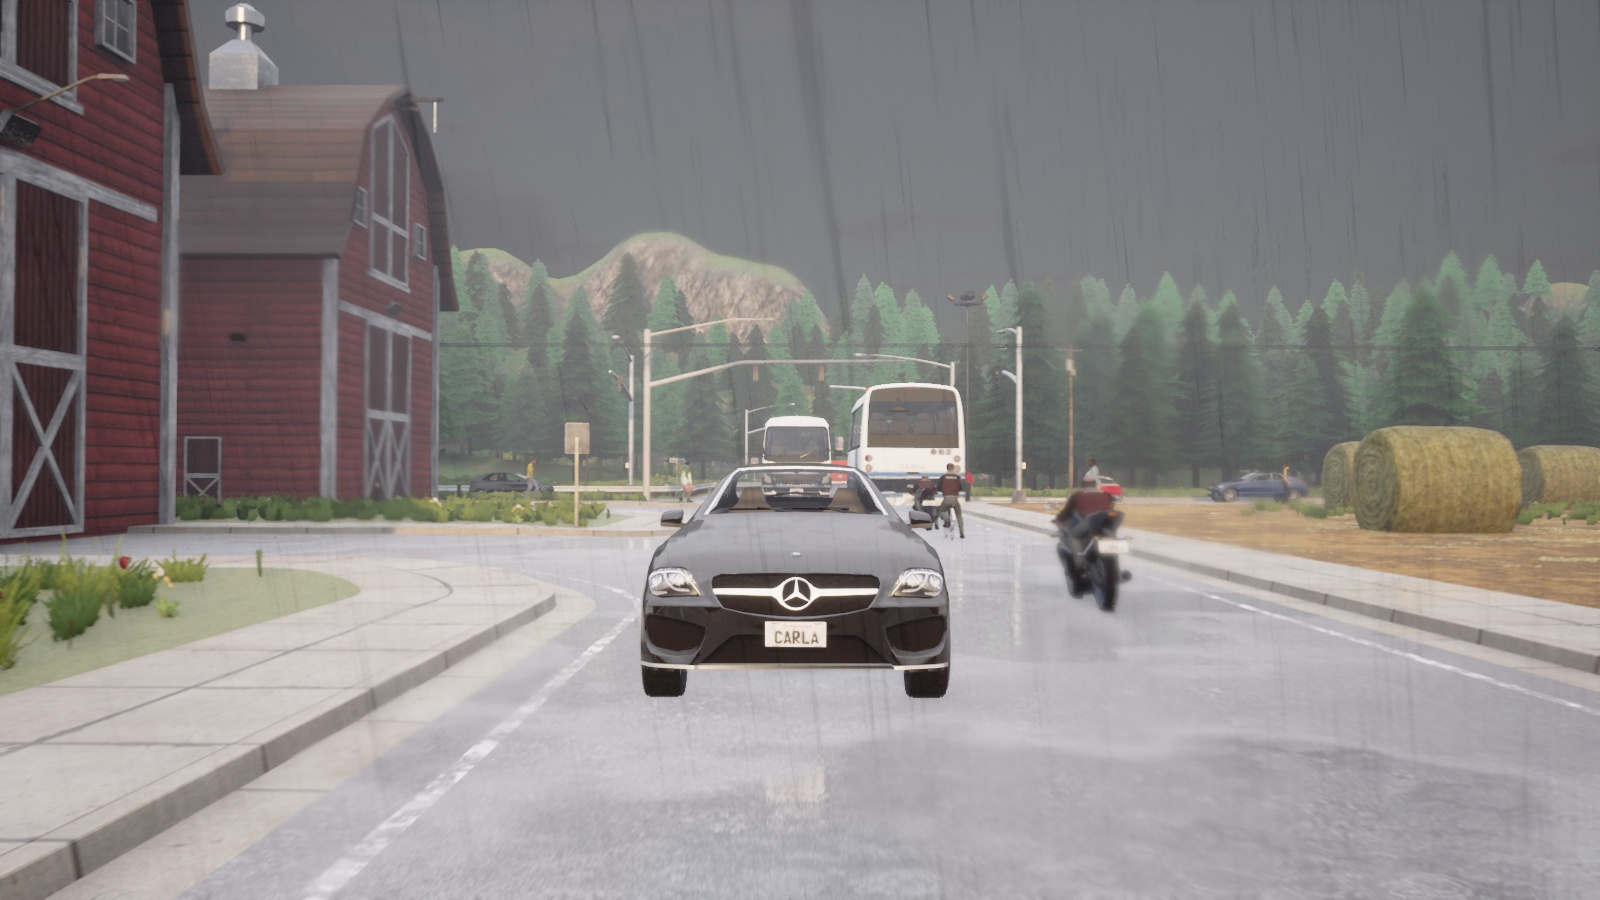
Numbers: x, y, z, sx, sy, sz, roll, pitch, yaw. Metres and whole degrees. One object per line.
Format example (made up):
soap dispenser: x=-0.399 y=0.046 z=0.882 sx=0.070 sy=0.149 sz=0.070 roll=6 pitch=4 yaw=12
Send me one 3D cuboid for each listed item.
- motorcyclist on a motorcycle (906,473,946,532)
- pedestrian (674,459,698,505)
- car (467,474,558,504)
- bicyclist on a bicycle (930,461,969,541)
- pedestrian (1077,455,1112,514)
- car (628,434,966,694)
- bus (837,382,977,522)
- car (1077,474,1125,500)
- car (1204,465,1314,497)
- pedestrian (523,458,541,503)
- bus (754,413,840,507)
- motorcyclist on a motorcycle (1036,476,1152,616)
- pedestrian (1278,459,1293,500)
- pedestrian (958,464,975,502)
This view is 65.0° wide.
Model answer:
motorcyclist on a motorcycle: x=3.417 y=1.409 z=34.243 sx=0.866 sy=1.530 sz=2.191 roll=0 pitch=-1 yaw=0
pedestrian: x=-4.944 y=1.384 z=54.400 sx=0.873 sy=1.952 sz=0.659 roll=0 pitch=-1 yaw=-23
car: x=-14.486 y=1.975 z=63.451 sx=4.193 sy=1.474 sz=1.816 roll=0 pitch=-1 yaw=1
bicyclist on a bicycle: x=3.430 y=1.154 z=28.895 sx=0.659 sy=1.776 sz=1.843 roll=0 pitch=-1 yaw=0
pedestrian: x=9.505 y=1.112 z=40.577 sx=0.900 sy=1.855 sz=0.874 roll=-1 pitch=-1 yaw=27
car: x=-0.027 y=0.770 z=10.541 sx=2.152 sy=1.651 sz=5.027 roll=0 pitch=-1 yaw=0
bus: x=3.390 y=0.146 z=43.279 sx=3.944 sy=4.253 sz=10.273 roll=0 pitch=-1 yaw=0
car: x=15.922 y=1.945 z=66.475 sx=2.207 sy=1.376 sz=1.481 roll=0 pitch=-1 yaw=1
car: x=24.196 y=1.634 z=66.350 sx=5.027 sy=1.651 sz=2.152 roll=0 pitch=-1 yaw=1
pedestrian: x=-11.075 y=1.268 z=51.860 sx=0.706 sy=1.836 sz=0.354 roll=0 pitch=-1 yaw=-20
bus: x=-0.157 y=0.500 z=62.664 sx=3.944 sy=4.253 sz=10.273 roll=0 pitch=0 yaw=0
motorcyclist on a motorcycle: x=3.464 y=1.087 z=15.010 sx=0.866 sy=1.530 sz=2.191 roll=0 pitch=-1 yaw=0
pedestrian: x=21.888 y=1.335 z=56.596 sx=0.594 sy=1.836 sz=0.345 roll=-1 pitch=-1 yaw=18
pedestrian: x=8.107 y=1.615 z=61.123 sx=0.634 sy=1.844 sz=0.899 roll=-1 pitch=-1 yaw=19
